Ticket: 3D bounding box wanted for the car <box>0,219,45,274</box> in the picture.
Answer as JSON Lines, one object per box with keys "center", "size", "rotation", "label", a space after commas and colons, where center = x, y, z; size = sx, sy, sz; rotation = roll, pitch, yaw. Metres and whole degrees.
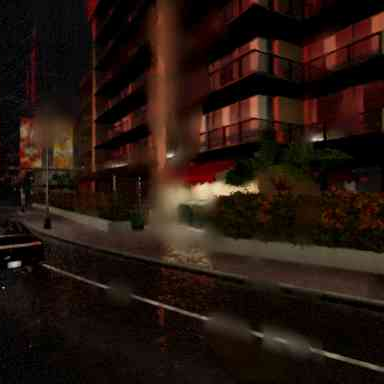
{"center": [-5.989, 1.542, 9.764], "size": [2.128, 1.511, 4.902], "rotation": [0, 0, -45], "label": "car"}
